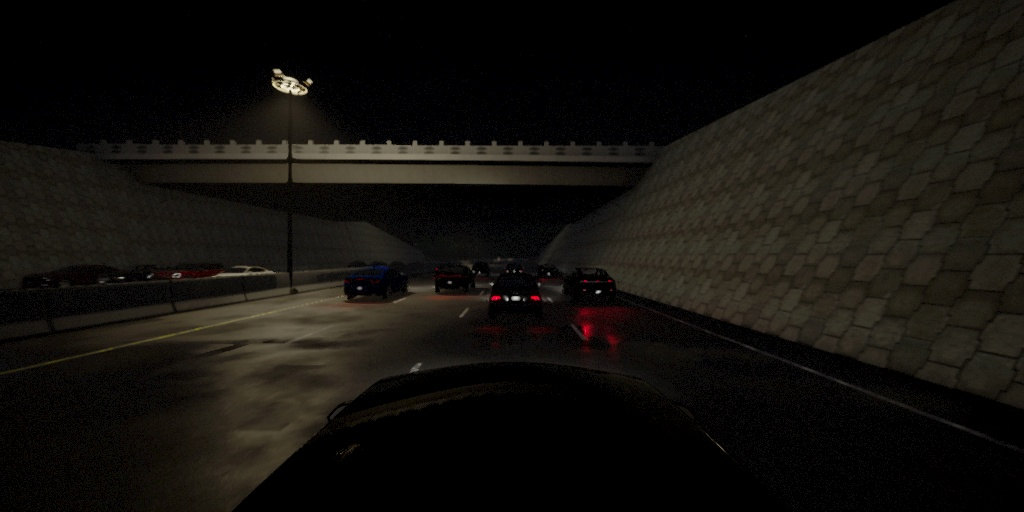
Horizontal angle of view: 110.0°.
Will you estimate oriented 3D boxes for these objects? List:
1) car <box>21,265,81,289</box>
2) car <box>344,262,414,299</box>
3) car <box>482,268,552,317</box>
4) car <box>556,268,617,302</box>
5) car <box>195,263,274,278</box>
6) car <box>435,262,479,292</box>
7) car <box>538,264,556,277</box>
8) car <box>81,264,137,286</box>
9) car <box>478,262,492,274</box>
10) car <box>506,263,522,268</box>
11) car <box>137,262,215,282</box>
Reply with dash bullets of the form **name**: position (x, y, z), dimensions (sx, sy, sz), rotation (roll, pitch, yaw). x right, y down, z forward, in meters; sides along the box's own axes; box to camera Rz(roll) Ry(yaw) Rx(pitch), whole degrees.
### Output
- **car**: position (-28.039, 1.314, 23.302), dimensions (1.882, 1.535, 5.008), rotation (0, 0, 0)
- **car**: position (-6.855, 1.297, 18.629), dimensions (1.882, 1.535, 5.008), rotation (0, 0, 0)
- **car**: position (0.125, 1.347, 13.444), dimensions (2.033, 1.411, 5.357), rotation (0, 0, 0)
- **car**: position (3.639, 1.308, 17.483), dimensions (2.128, 1.511, 4.902), rotation (0, 0, 0)
- **car**: position (-17.539, 1.364, 23.356), dimensions (1.812, 1.442, 4.674), rotation (0, 0, 0)
- **car**: position (-3.345, 1.311, 21.797), dimensions (1.882, 1.535, 5.008), rotation (0, -1, 0)
- **car**: position (3.706, 1.504, 38.399), dimensions (1.895, 1.301, 4.718), rotation (0, 0, 0)
- **car**: position (-24.537, 1.331, 23.900), dimensions (2.128, 1.511, 4.902), rotation (0, 0, 0)
- **car**: position (-3.293, 1.409, 38.811), dimensions (1.837, 1.490, 4.892), rotation (0, 0, 0)
- **car**: position (0.197, 1.439, 35.555), dimensions (2.033, 1.411, 5.357), rotation (0, 0, 0)
- **car**: position (-21.039, 1.190, 23.534), dimensions (2.097, 1.767, 4.553), rotation (0, 0, 0)
